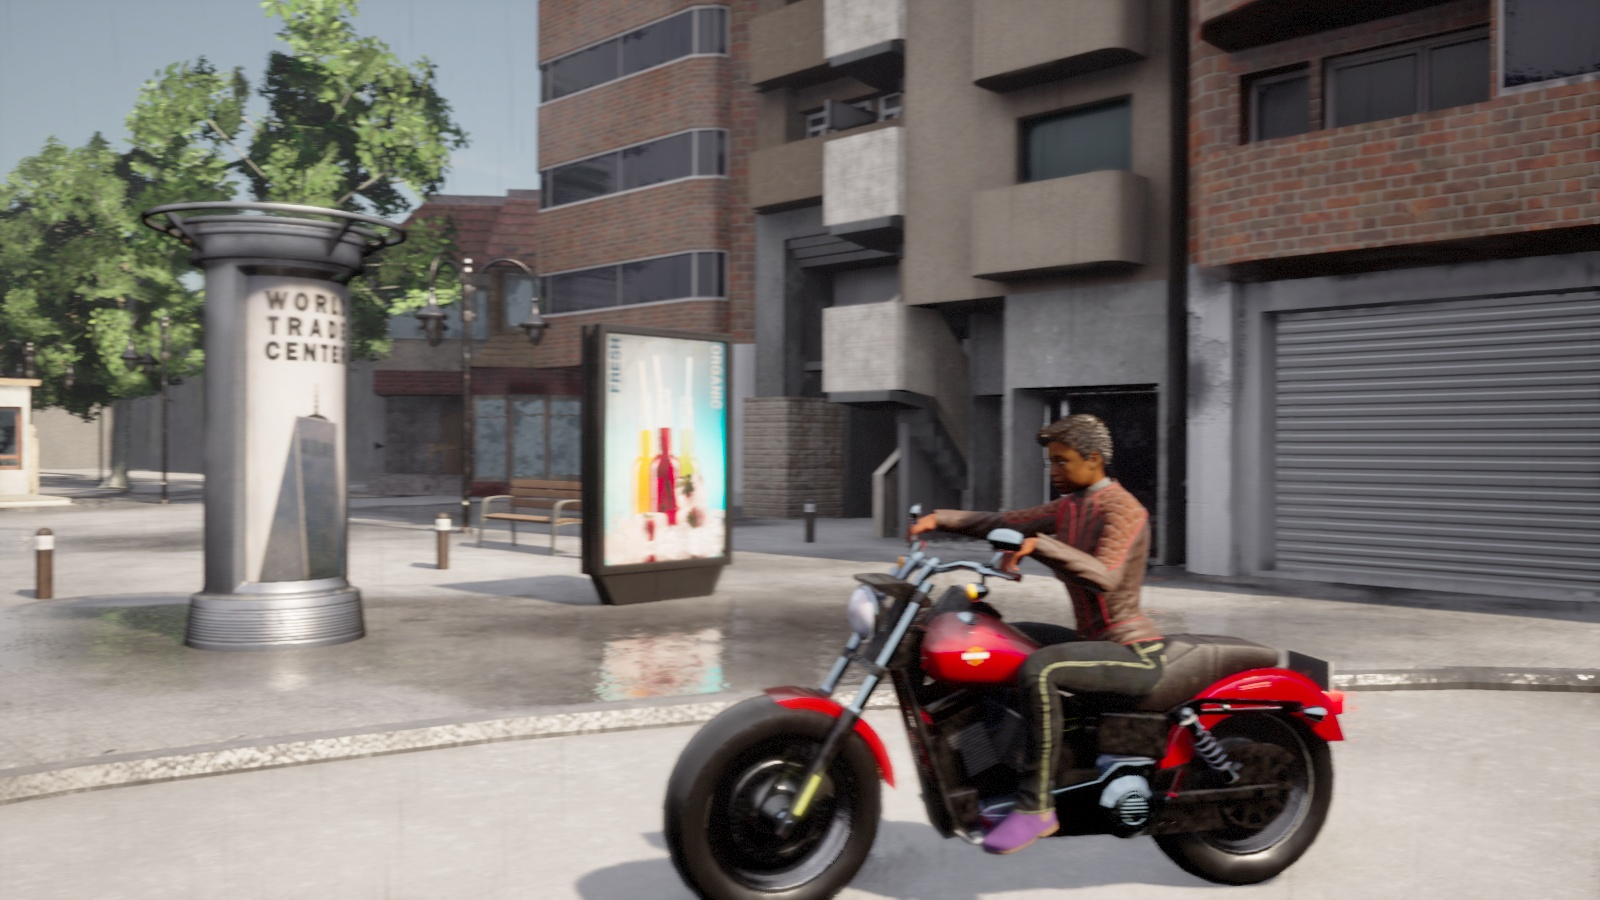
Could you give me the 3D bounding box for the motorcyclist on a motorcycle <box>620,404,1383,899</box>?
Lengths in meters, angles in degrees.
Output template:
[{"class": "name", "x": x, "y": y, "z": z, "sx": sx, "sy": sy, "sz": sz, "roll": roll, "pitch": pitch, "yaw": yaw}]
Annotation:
[{"class": "motorcyclist on a motorcycle", "x": 0.623, "y": 0.684, "z": 4.134, "sx": 2.350, "sy": 1.649, "sz": 0.766, "roll": 0, "pitch": 1, "yaw": -13}]
